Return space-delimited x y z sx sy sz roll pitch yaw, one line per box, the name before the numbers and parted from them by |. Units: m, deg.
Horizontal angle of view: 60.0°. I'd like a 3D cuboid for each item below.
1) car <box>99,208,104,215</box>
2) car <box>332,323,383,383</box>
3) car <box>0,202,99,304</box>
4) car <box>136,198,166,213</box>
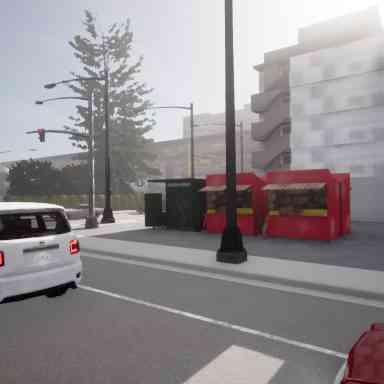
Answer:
car | -10.122 1.732 29.407 1.895 1.301 4.718 -1 -1 36
car | 3.232 1.601 1.679 4.718 1.301 1.895 0 0 35
car | -4.784 1.234 7.361 5.566 2.045 2.150 0 0 36
car | -4.161 1.482 37.621 2.097 1.767 4.553 -1 -1 36
